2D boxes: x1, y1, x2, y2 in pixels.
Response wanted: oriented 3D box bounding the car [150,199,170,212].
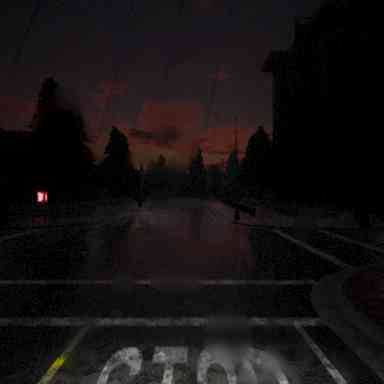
[{"bbox_3d":[-3.445,1.441,36.664,2.033,1.411,5.357,0,0,0],"label":"car"}]
